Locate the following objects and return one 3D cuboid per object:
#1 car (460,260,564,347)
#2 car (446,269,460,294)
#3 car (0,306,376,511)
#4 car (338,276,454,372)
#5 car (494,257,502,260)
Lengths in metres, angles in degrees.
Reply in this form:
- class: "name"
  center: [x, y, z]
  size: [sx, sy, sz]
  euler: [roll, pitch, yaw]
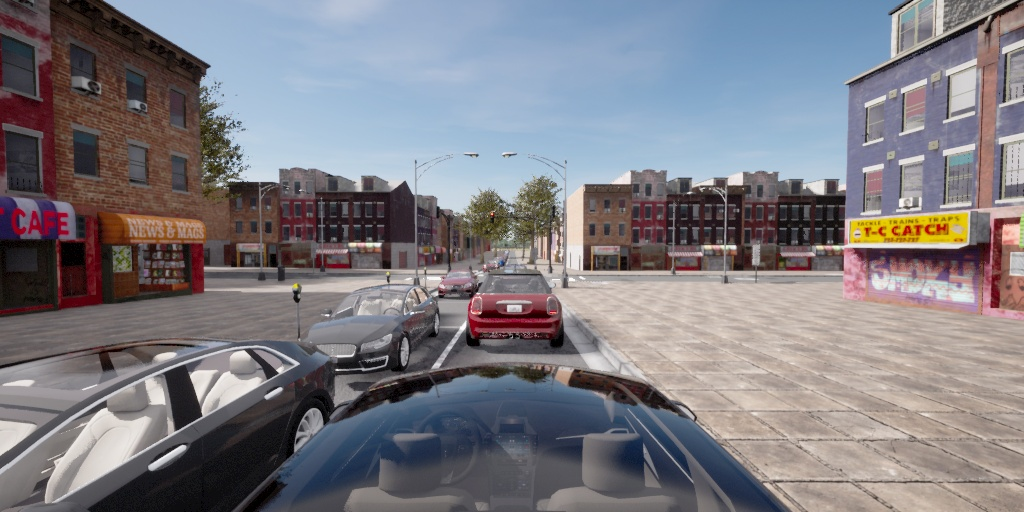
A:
- class: "car"
  center: [0.110, 1.099, 9.501]
  size: [2.097, 1.767, 4.553]
  euler: [0, 0, 2]
- class: "car"
  center: [-2.613, 1.332, 18.351]
  size: [1.802, 1.307, 4.207]
  euler: [0, 0, 0]
- class: "car"
  center: [-2.640, 1.300, 2.009]
  size: [2.007, 1.370, 4.403]
  euler: [0, 0, 0]
- class: "car"
  center: [-2.631, 1.298, 7.457]
  size: [2.007, 1.370, 4.403]
  euler: [0, 0, 0]
- class: "car"
  center: [-2.568, 1.233, 45.127]
  size: [1.967, 1.591, 4.097]
  euler: [0, 0, 0]
